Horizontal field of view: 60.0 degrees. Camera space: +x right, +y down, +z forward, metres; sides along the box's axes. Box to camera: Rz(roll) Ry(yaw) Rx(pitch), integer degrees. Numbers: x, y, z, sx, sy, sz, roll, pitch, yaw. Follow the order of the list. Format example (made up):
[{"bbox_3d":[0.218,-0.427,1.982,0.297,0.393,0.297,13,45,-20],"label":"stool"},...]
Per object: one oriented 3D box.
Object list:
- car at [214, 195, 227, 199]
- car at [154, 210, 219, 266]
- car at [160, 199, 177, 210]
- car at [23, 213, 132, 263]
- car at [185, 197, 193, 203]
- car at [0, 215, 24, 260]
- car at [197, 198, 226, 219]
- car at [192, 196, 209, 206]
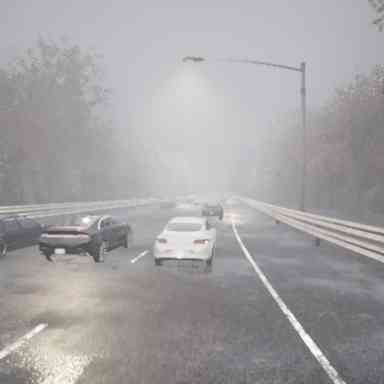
[{"bbox_3d":[6.604,1.889,74.438,2.033,1.411,5.357,0,0,6],"label":"car"},{"bbox_3d":[-0.106,1.580,11.729,1.812,1.442,4.674,0,0,6],"label":"car"},{"bbox_3d":[-3.335,1.708,47.343,1.812,1.442,4.674,0,0,6],"label":"car"},{"bbox_3d":[-3.584,1.524,12.105,2.128,1.511,4.902,0,0,6],"label":"car"},{"bbox_3d":[-0.355,1.827,75.190,2.128,1.511,4.902,0,0,6],"label":"car"},{"bbox_3d":[-7.064,1.555,12.472,2.033,1.411,5.357,0,0,6],"label":"car"},{"bbox_3d":[1.925,1.645,30.694,2.128,1.511,4.902,0,0,6],"label":"car"},{"bbox_3d":[1.634,1.868,60.876,1.895,1.301,4.718,0,0,6],"label":"car"}]
